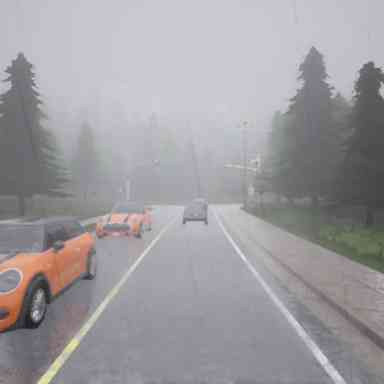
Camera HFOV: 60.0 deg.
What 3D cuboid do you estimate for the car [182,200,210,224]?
[{"bbox_3d":[0.282,1.537,24.352,2.033,1.411,5.357,0,0,2],"label":"car"}]

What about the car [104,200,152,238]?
[{"bbox_3d":[-3.415,1.344,17.458,2.097,1.767,4.553,0,0,1],"label":"car"}]

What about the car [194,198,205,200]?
[{"bbox_3d":[0.875,1.487,38.298,1.837,1.490,4.892,0,0,3],"label":"car"}]

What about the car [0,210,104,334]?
[{"bbox_3d":[-3.565,1.349,6.936,2.097,1.767,4.553,0,0,0],"label":"car"}]
